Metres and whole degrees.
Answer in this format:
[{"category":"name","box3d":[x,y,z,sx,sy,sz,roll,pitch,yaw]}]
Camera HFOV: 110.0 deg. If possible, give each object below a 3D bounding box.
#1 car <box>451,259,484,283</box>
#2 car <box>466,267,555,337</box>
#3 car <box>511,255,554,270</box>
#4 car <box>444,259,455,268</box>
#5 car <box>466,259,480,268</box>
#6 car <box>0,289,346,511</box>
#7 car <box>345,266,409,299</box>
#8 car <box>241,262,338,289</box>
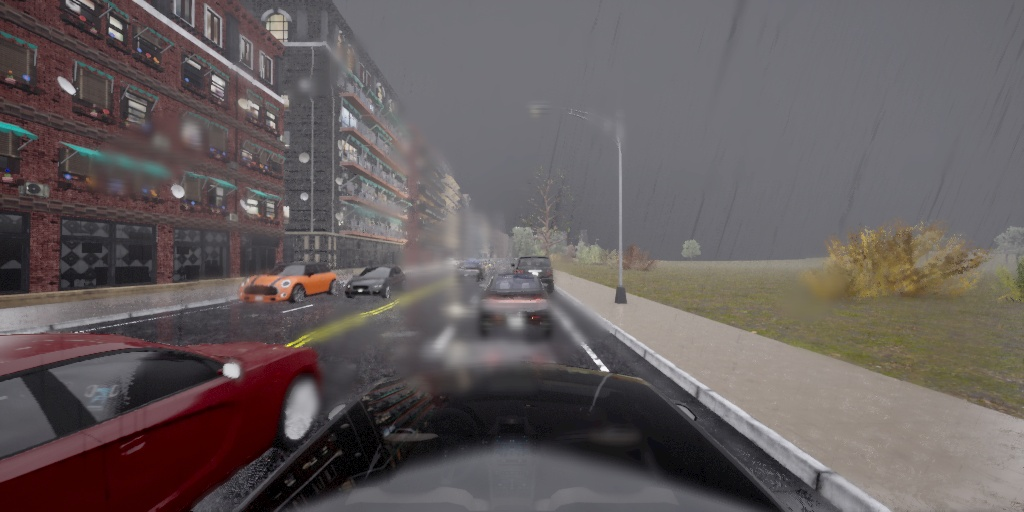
[{"category":"car","box3d":[-3.156,1.243,28.094,2.128,1.511,4.902,0,0,0]},{"category":"car","box3d":[0.098,1.243,10.354,2.128,1.511,4.902,0,0,0]},{"category":"car","box3d":[1.132,0.977,20.224,2.150,2.045,5.566,0,0,0]},{"category":"car","box3d":[-9.851,1.275,59.096,1.812,1.442,4.674,0,0,0]},{"category":"car","box3d":[-6.595,1.226,61.175,1.882,1.535,5.008,0,0,0]},{"category":"car","box3d":[-3.150,1.228,2.189,1.882,1.535,5.008,0,0,0]},{"category":"car","box3d":[-6.606,1.256,18.031,1.837,1.490,4.892,0,0,0]},{"category":"car","box3d":[-9.855,1.104,16.262,2.097,1.767,4.553,0,0,0]}]
